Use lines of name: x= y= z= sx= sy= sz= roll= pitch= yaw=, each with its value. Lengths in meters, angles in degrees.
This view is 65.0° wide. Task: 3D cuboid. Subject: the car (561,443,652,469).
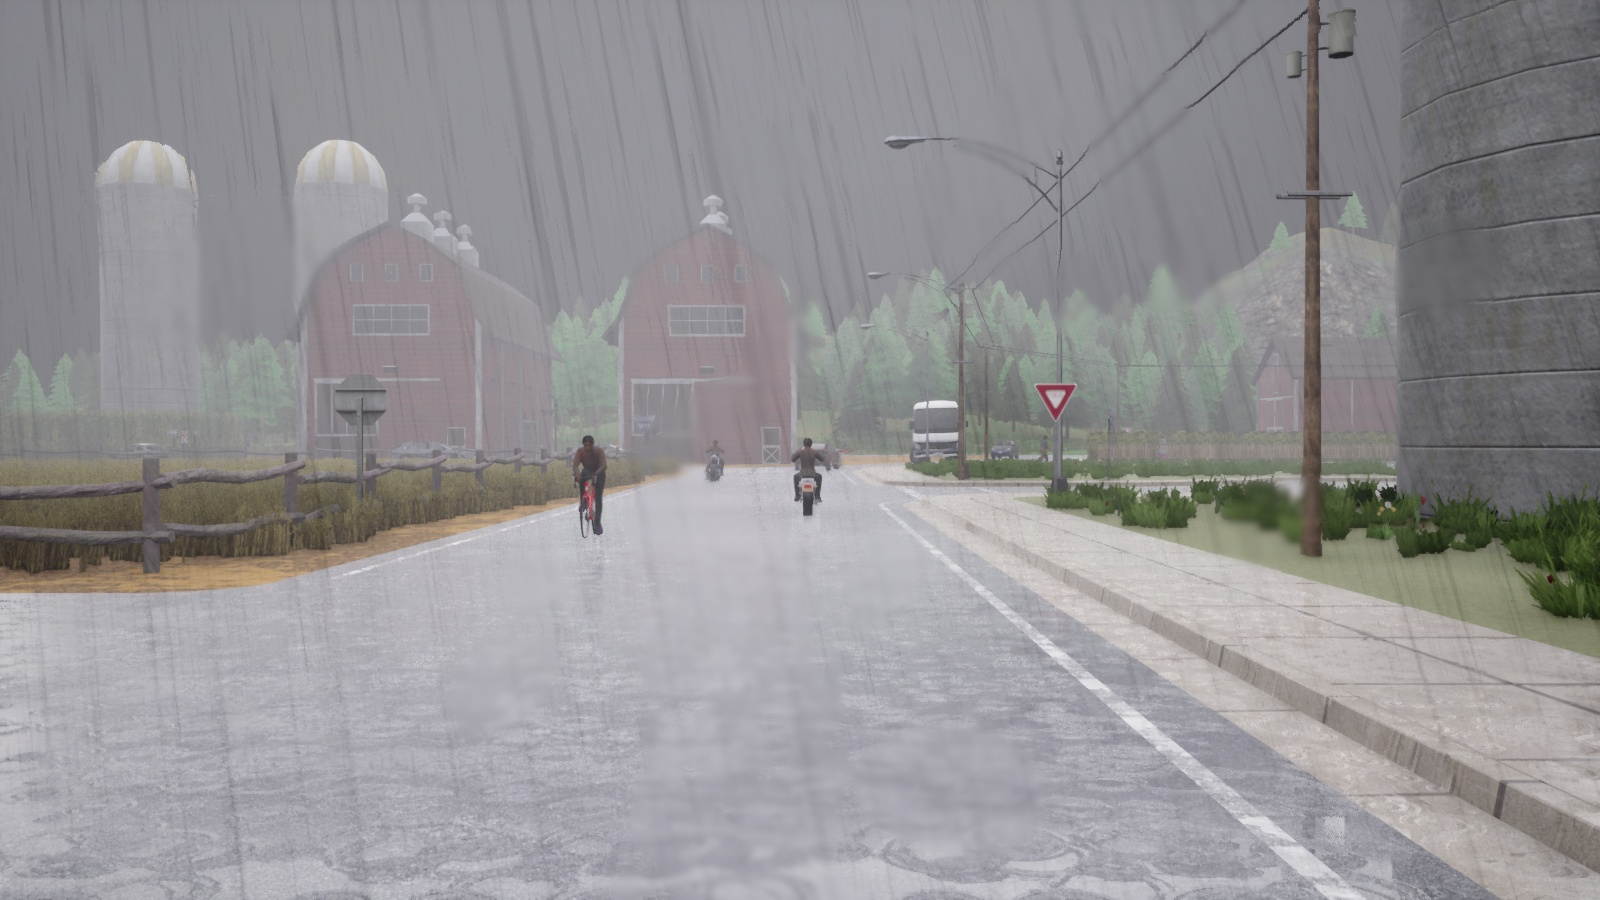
car: x=-11.110 y=0.330 z=72.214 sx=4.792 sy=1.488 sz=2.163 roll=0 pitch=0 yaw=4

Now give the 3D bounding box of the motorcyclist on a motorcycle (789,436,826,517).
motorcyclist on a motorcycle: x=0.170 y=0.546 z=26.803 sx=0.766 sy=1.649 sz=2.350 roll=0 pitch=0 yaw=1

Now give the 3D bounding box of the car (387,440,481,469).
car: x=-20.962 y=0.253 z=72.059 sx=4.856 sy=1.649 sz=2.033 roll=0 pitch=0 yaw=-3

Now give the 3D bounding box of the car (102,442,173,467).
car: x=-40.249 y=0.249 z=76.314 sx=3.806 sy=1.475 sz=1.970 roll=0 pitch=0 yaw=27

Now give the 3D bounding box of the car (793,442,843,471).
car: x=1.023 y=0.323 z=68.555 sx=1.882 sy=1.535 sz=5.008 roll=0 pitch=0 yaw=11

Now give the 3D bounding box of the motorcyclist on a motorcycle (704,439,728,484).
motorcyclist on a motorcycle: x=-3.215 y=0.423 z=48.118 sx=0.766 sy=1.649 sz=2.350 roll=0 pitch=0 yaw=0

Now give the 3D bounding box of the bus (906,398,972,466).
bus: x=9.394 y=-1.191 z=85.938 sx=3.944 sy=4.253 sz=10.273 roll=-2 pitch=0 yaw=4

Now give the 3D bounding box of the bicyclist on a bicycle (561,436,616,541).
bicyclist on a bicycle: x=-3.372 y=0.583 z=20.126 sx=0.582 sy=1.620 sz=1.656 roll=0 pitch=1 yaw=0

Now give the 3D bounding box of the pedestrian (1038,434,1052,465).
pedestrian: x=14.392 y=-0.029 z=73.795 sx=0.694 sy=1.848 sz=0.540 roll=0 pitch=0 yaw=-6
